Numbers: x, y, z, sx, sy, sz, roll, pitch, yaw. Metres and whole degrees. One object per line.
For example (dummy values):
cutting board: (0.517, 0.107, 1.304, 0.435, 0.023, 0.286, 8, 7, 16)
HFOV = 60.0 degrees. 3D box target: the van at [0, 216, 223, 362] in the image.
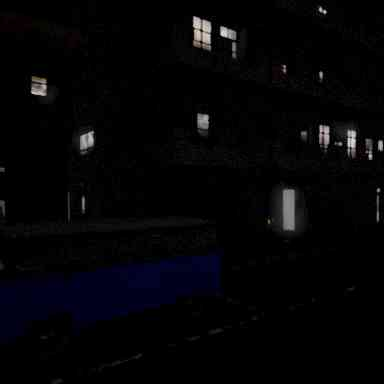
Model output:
van: (-1.352, 1.340, 5.600, 3.998, 1.788, 1.690, 0, 0, -35)
